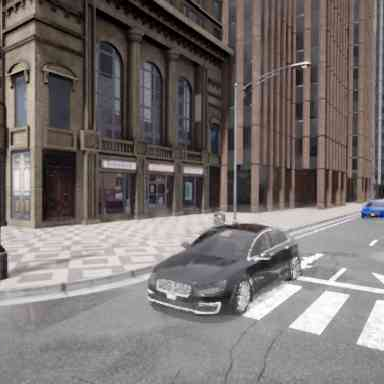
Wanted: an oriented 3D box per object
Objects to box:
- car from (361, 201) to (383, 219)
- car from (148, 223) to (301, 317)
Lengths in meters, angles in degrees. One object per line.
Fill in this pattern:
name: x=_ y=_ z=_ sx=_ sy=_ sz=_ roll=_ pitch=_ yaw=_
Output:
car: x=15.860 y=1.535 z=28.564 sx=1.882 sy=1.535 sz=5.008 roll=1 pitch=1 yaw=35
car: x=1.047 y=1.550 z=7.745 sx=1.837 sy=1.490 sz=4.892 roll=1 pitch=1 yaw=35
